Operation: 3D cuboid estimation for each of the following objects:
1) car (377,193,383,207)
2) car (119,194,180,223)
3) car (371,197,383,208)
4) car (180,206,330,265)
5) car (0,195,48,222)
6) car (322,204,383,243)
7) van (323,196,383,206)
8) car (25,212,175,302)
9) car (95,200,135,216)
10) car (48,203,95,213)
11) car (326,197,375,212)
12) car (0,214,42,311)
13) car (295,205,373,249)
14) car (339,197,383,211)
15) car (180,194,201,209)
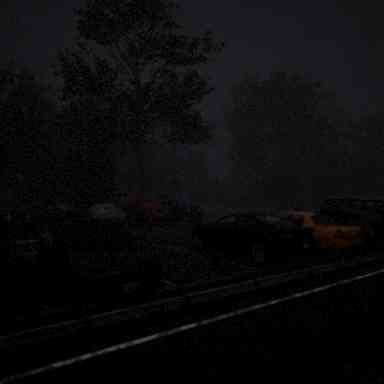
[{"bbox_3d":[30.359,1.192,48.321,2.435,2.045,5.566,0,0,-36],"label":"car"},{"bbox_3d":[-3.569,1.196,23.964,2.435,2.045,5.566,0,0,-36],"label":"car"},{"bbox_3d":[28.135,1.473,46.658,2.163,1.488,4.792,0,0,-36],"label":"car"},{"bbox_3d":[1.936,1.449,11.849,2.097,1.535,5.008,0,0,-36],"label":"car"},{"bbox_3d":[-10.364,1.208,19.102,2.435,2.045,5.566,0,0,-36],"label":"car"},{"bbox_3d":[6.472,1.477,15.138,2.163,1.488,4.792,0,0,-36],"label":"car"},{"bbox_3d":[8.836,1.221,16.651,1.878,1.987,4.442,0,0,-36],"label":"van"},{"bbox_3d":[-2.611,1.488,8.565,2.163,1.488,4.792,0,0,-36],"label":"car"},{"bbox_3d":[-5.948,1.490,22.294,2.002,1.452,4.674,0,0,-36],"label":"car"},{"bbox_3d":[-8.110,1.454,20.743,2.097,1.535,5.008,0,0,-36],"label":"car"},{"bbox_3d":[19.086,1.446,40.223,2.231,1.521,4.892,0,0,-36],"label":"car"},{"bbox_3d":[-4.900,1.467,6.957,2.231,1.521,4.892,0,0,-36],"label":"car"},{"bbox_3d":[4.101,1.445,13.633,1.946,1.575,5.366,0,0,-36],"label":"car"},{"bbox_3d":[21.455,1.441,41.684,1.946,1.575,5.366,0,0,-36],"label":"car"},{"bbox_3d":[-1.405,1.196,25.514,2.435,2.045,5.566,0,0,-36],"label":"car"}]
